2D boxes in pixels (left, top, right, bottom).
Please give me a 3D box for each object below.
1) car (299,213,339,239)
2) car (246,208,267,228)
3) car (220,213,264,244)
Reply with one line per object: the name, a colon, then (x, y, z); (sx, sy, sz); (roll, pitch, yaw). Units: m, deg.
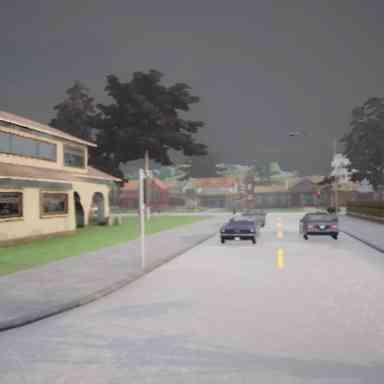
car: (7.524, 1.956, 20.006); (2.033, 1.411, 5.357); (-1, -2, 15)
car: (5.372, 2.157, 28.278); (2.128, 1.511, 4.902); (-1, -2, 15)
car: (2.808, 2.056, 18.626); (1.895, 1.301, 4.718); (-1, -2, 15)
